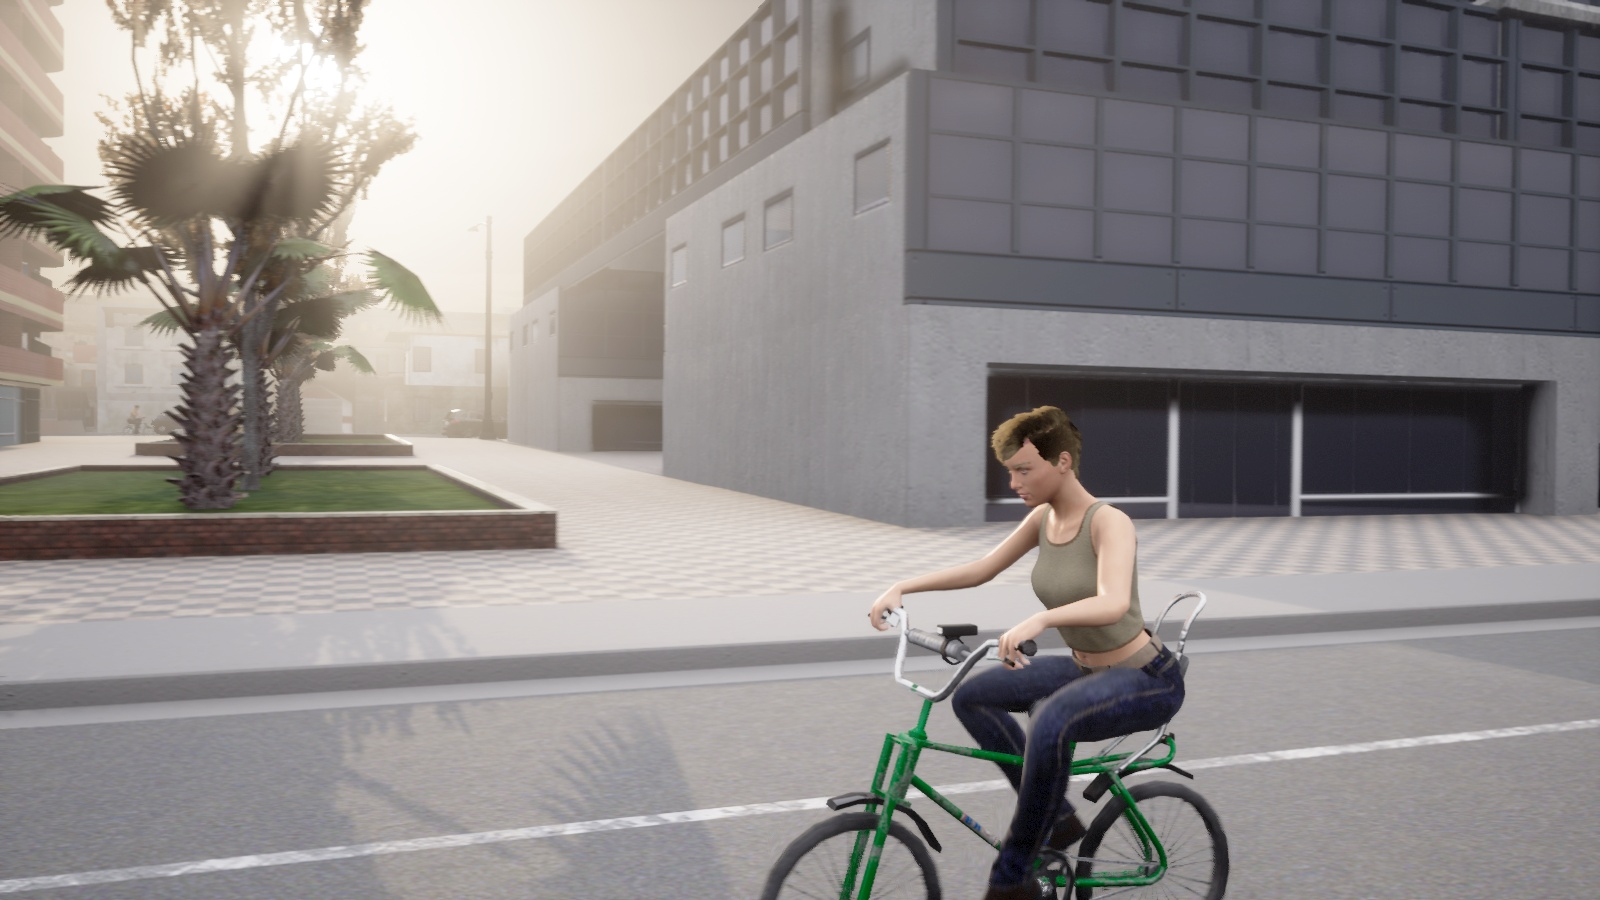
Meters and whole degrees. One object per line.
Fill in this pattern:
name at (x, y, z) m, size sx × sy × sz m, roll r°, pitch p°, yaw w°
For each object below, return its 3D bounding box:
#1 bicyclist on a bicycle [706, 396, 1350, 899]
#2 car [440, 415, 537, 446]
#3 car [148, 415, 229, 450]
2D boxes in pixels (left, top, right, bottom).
bicyclist on a bicycle at (0.601, 0.672, 3.472) m, size 1.509 × 1.612 × 0.866 m, roll -1°, pitch 1°, yaw -21°
car at (-16.850, -1.039, 67.955) m, size 4.611 × 1.667 × 2.242 m, roll 0°, pitch 1°, yaw -35°
car at (-34.169, -0.986, 70.244) m, size 3.866 × 1.878 × 1.905 m, roll -2°, pitch 1°, yaw -21°
